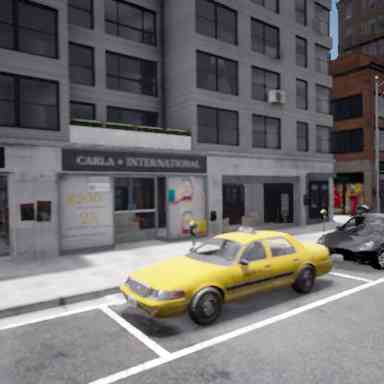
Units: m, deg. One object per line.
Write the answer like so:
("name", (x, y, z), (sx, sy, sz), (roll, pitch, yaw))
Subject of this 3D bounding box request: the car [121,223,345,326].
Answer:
("car", (0.965, 1.436, 6.897), (4.829, 1.417, 1.752), (-1, 1, -36))

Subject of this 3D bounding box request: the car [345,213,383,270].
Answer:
("car", (5.716, 1.360, 10.312), (4.313, 1.339, 1.947), (-1, 1, -36))
